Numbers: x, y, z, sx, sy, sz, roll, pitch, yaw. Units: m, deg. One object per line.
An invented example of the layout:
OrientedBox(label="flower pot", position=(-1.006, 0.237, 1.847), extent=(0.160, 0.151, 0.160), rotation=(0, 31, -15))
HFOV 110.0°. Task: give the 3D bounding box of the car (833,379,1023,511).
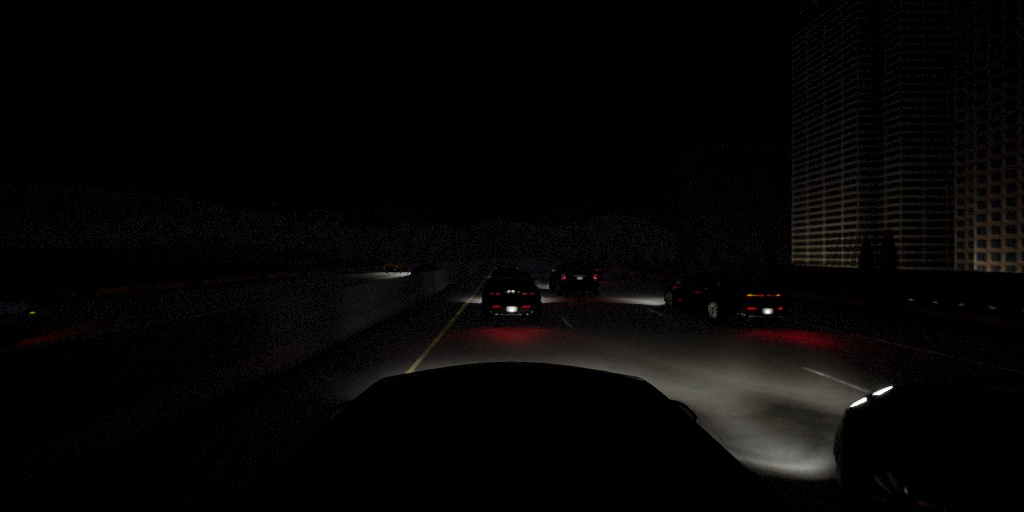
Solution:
OrientedBox(label="car", position=(3.584, 1.099, 0.916), extent=(2.097, 1.767, 4.553), rotation=(0, 0, 0))

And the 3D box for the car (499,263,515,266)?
OrientedBox(label="car", position=(-0.438, 1.332, 30.914), extent=(2.033, 1.411, 5.357), rotation=(0, 0, -1))

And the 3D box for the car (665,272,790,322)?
OrientedBox(label="car", position=(6.963, 1.263, 12.236), extent=(1.837, 1.490, 4.892), rotation=(0, 0, -1))

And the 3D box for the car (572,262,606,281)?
OrientedBox(label="car", position=(6.556, 1.285, 31.202), extent=(1.837, 1.490, 4.892), rotation=(0, 0, -1))

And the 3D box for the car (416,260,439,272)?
OrientedBox(label="car", position=(-11.531, 1.306, 49.296), extent=(2.128, 1.511, 4.902), rotation=(0, 0, -1))

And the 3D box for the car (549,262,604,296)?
OrientedBox(label="car", position=(3.306, 1.121, 19.826), extent=(2.097, 1.767, 4.553), rotation=(0, 0, -1))

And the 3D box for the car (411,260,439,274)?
OrientedBox(label="car", position=(-7.659, 1.354, 32.111), extent=(1.994, 1.385, 4.181), rotation=(0, 0, -1))

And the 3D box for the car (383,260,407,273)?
OrientedBox(label="car", position=(-14.963, 1.289, 46.078), extent=(1.882, 1.535, 5.008), rotation=(0, 0, -1))

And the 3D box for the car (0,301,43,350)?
OrientedBox(label="car", position=(-10.640, 1.287, 5.455), extent=(1.812, 1.442, 4.674), rotation=(0, 0, -1))

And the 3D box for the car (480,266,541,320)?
OrientedBox(label="car", position=(-0.046, 1.268, 12.635), extent=(1.837, 1.490, 4.892), rotation=(0, 0, -1))
